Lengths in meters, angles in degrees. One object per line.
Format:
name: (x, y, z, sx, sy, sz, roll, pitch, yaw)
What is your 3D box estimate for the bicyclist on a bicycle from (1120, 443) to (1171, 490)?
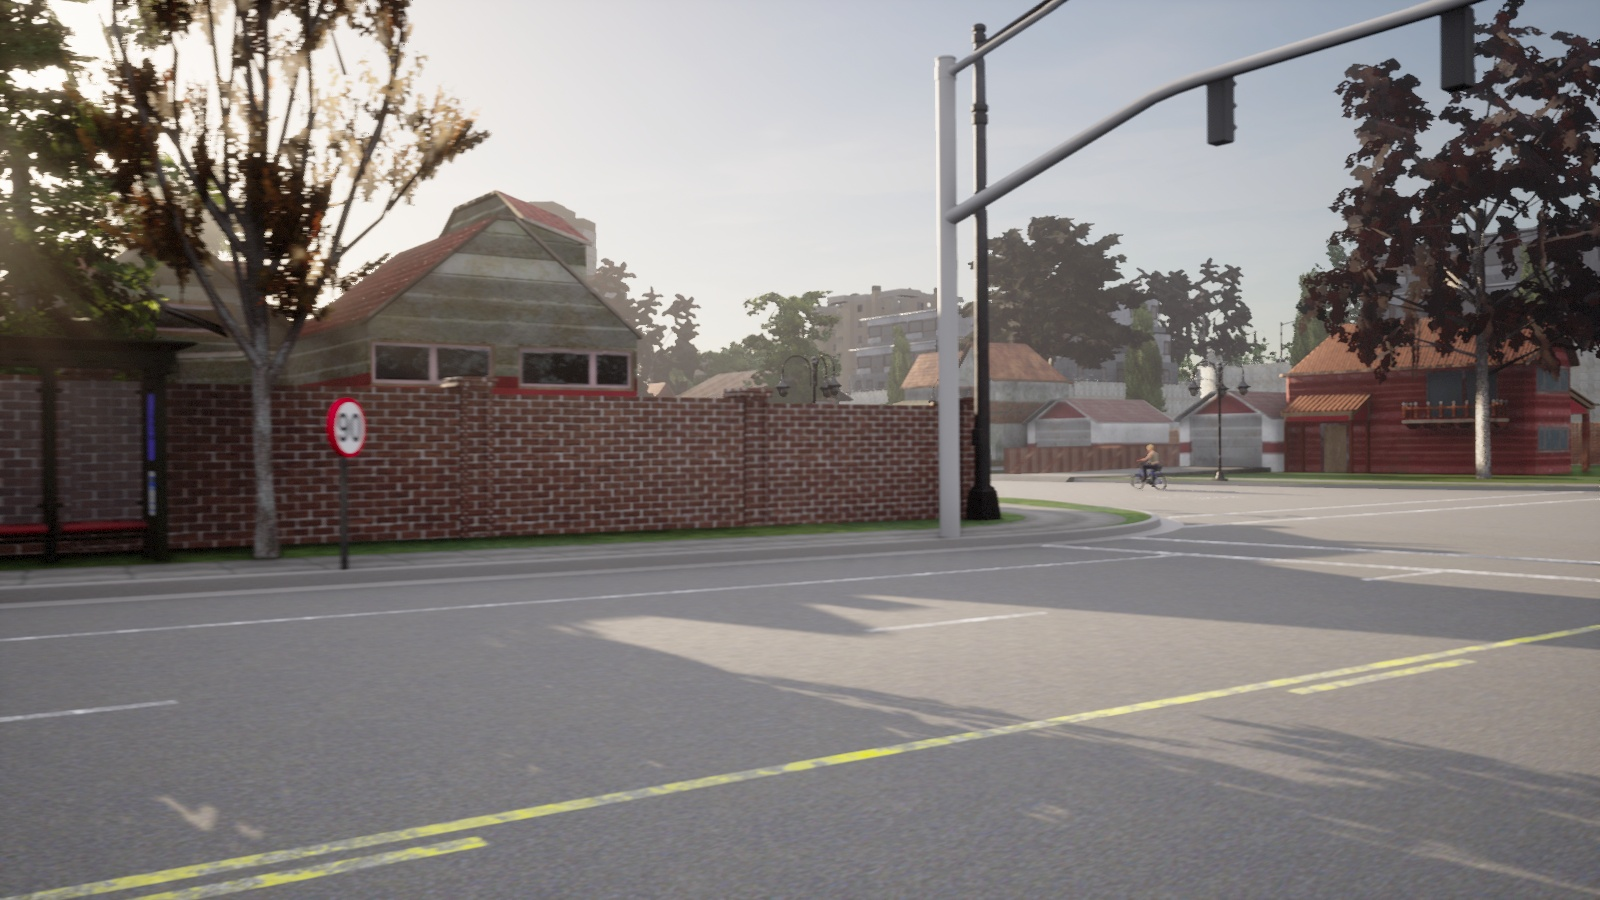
bicyclist on a bicycle: (12.123, 0.576, 44.064, 0.866, 1.612, 1.509, -1, 0, -36)
